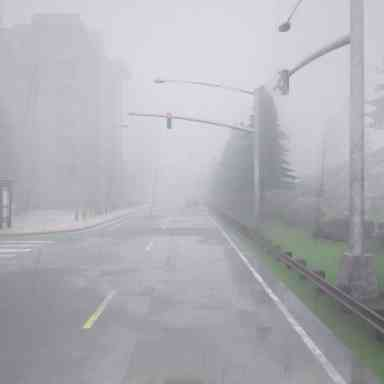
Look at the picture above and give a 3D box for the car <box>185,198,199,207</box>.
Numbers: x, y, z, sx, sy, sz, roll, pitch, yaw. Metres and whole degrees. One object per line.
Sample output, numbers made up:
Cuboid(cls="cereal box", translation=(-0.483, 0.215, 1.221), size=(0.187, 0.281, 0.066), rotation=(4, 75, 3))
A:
Cuboid(cls="car", translation=(-0.013, 1.564, 50.635), size=(1.994, 1.385, 4.181), rotation=(0, 0, 0))
